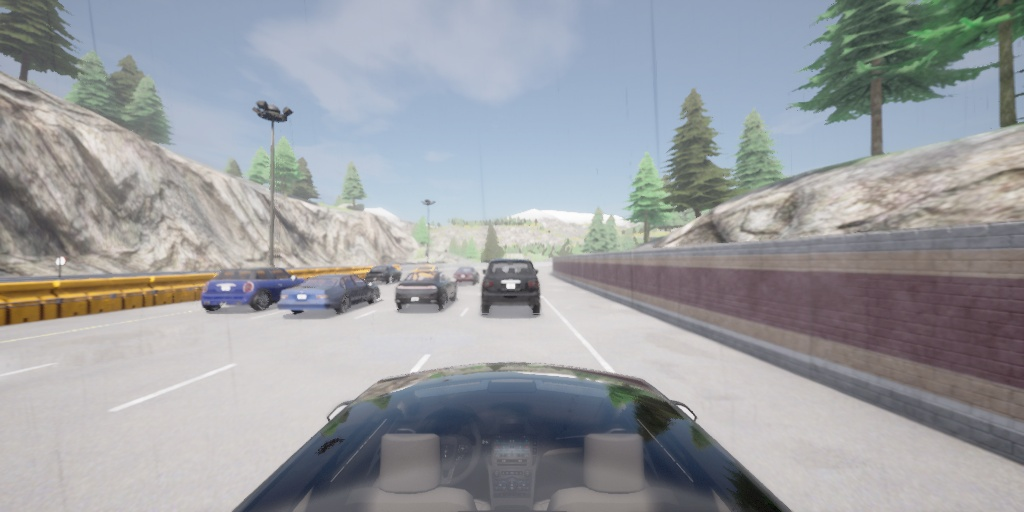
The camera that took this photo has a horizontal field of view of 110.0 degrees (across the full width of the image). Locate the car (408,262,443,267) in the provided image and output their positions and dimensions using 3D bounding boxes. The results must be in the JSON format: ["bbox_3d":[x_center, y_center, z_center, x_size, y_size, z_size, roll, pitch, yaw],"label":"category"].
[{"bbox_3d":[-7.202,1.544,31.203,1.882,1.535,5.008,0,0,0],"label":"car"}]

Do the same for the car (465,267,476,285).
[{"bbox_3d":[-3.718,1.596,29.529,2.033,1.411,5.357,0,-1,0],"label":"car"}]

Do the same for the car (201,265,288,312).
[{"bbox_3d":[-10.552,1.248,15.340,2.097,1.767,4.553,0,-1,0],"label":"car"}]

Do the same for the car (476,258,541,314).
[{"bbox_3d":[-0.053,1.114,14.620,2.150,2.045,5.566,0,0,0],"label":"car"}]

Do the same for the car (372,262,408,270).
[{"bbox_3d":[-10.711,1.566,30.415,1.837,1.490,4.892,0,0,0],"label":"car"}]

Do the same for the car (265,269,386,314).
[{"bbox_3d":[-7.050,1.435,14.491,2.033,1.411,5.357,0,-1,-1],"label":"car"}]

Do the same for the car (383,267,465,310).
[{"bbox_3d":[-3.554,1.391,15.499,2.128,1.511,4.902,0,0,0],"label":"car"}]
